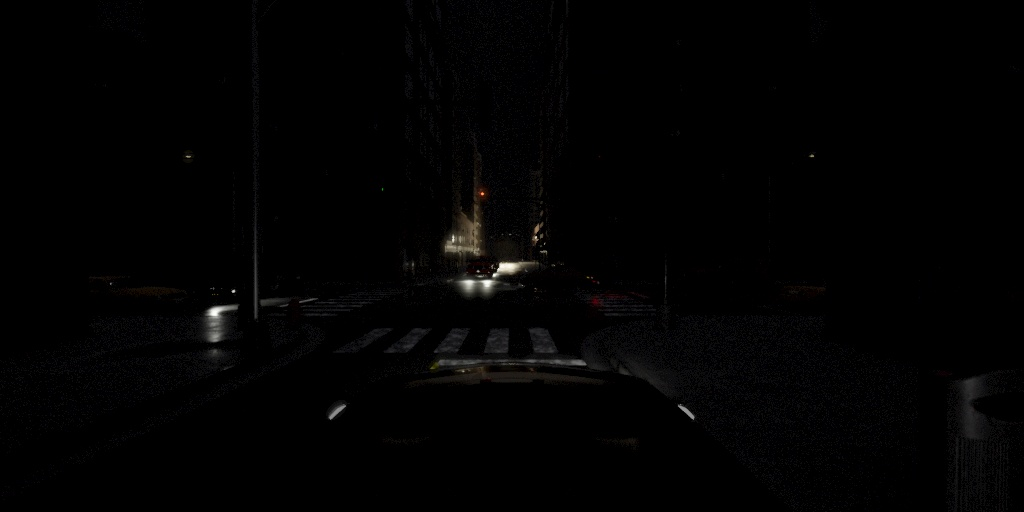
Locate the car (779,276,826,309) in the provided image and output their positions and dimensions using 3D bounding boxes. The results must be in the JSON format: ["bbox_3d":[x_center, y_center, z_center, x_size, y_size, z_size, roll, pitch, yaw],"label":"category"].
[{"bbox_3d":[12.481,1.280,12.949,4.829,1.417,1.751,0,0,0],"label":"car"}]

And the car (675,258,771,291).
[{"bbox_3d":[12.316,1.032,20.974,5.009,1.841,2.192,0,0,0],"label":"car"}]

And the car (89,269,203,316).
[{"bbox_3d":[-14.402,1.304,12.936,4.829,1.417,1.751,0,0,0],"label":"car"}]

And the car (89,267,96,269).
[{"bbox_3d":[-25.392,1.314,20.956,4.313,1.339,1.948,0,0,0],"label":"car"}]

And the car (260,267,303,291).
[{"bbox_3d":[-14.567,1.306,20.961,4.313,1.339,1.948,0,0,0],"label":"car"}]

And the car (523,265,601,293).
[{"bbox_3d":[2.823,1.258,20.859,4.674,1.442,1.812,0,1,34],"label":"car"}]

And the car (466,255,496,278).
[{"bbox_3d":[-2.907,0.963,33.542,2.150,2.045,5.566,0,0,0],"label":"car"}]

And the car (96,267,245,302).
[{"bbox_3d":[-14.408,1.271,15.484,4.892,1.490,1.837,0,0,1],"label":"car"}]

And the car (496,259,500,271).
[{"bbox_3d":[-2.924,0.953,44.262,2.150,2.045,5.566,0,0,0],"label":"car"}]
